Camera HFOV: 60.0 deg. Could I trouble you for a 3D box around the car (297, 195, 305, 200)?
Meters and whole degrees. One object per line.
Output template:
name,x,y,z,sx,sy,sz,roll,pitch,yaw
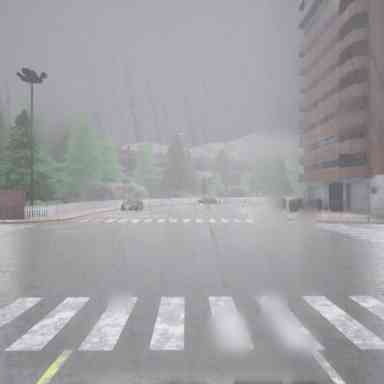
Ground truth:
car,24.789,1.284,72.094,5.008,1.535,1.882,0,0,-4

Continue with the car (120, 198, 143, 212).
car,-6.901,1.494,38.367,2.128,1.511,4.902,0,0,3

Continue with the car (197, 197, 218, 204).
car,2.837,1.559,61.343,1.994,1.385,4.181,0,0,43
